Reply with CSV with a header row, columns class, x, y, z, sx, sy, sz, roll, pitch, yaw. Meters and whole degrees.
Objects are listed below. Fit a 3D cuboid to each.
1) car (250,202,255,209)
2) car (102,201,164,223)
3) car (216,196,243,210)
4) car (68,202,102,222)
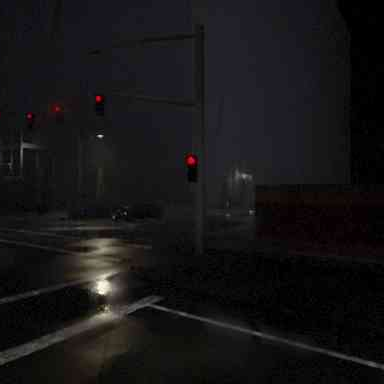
class,x,y,z,sx,sy,sz,roll,pitch,yaw
car,9.668,1.668,45.523,1.895,1.301,4.718,0,0,36
car,-4.252,1.561,26.108,2.128,1.511,4.902,0,0,36
car,5.089,1.423,45.159,2.097,1.767,4.553,0,0,36
car,-7.708,1.550,27.292,1.882,1.535,5.008,0,0,36
